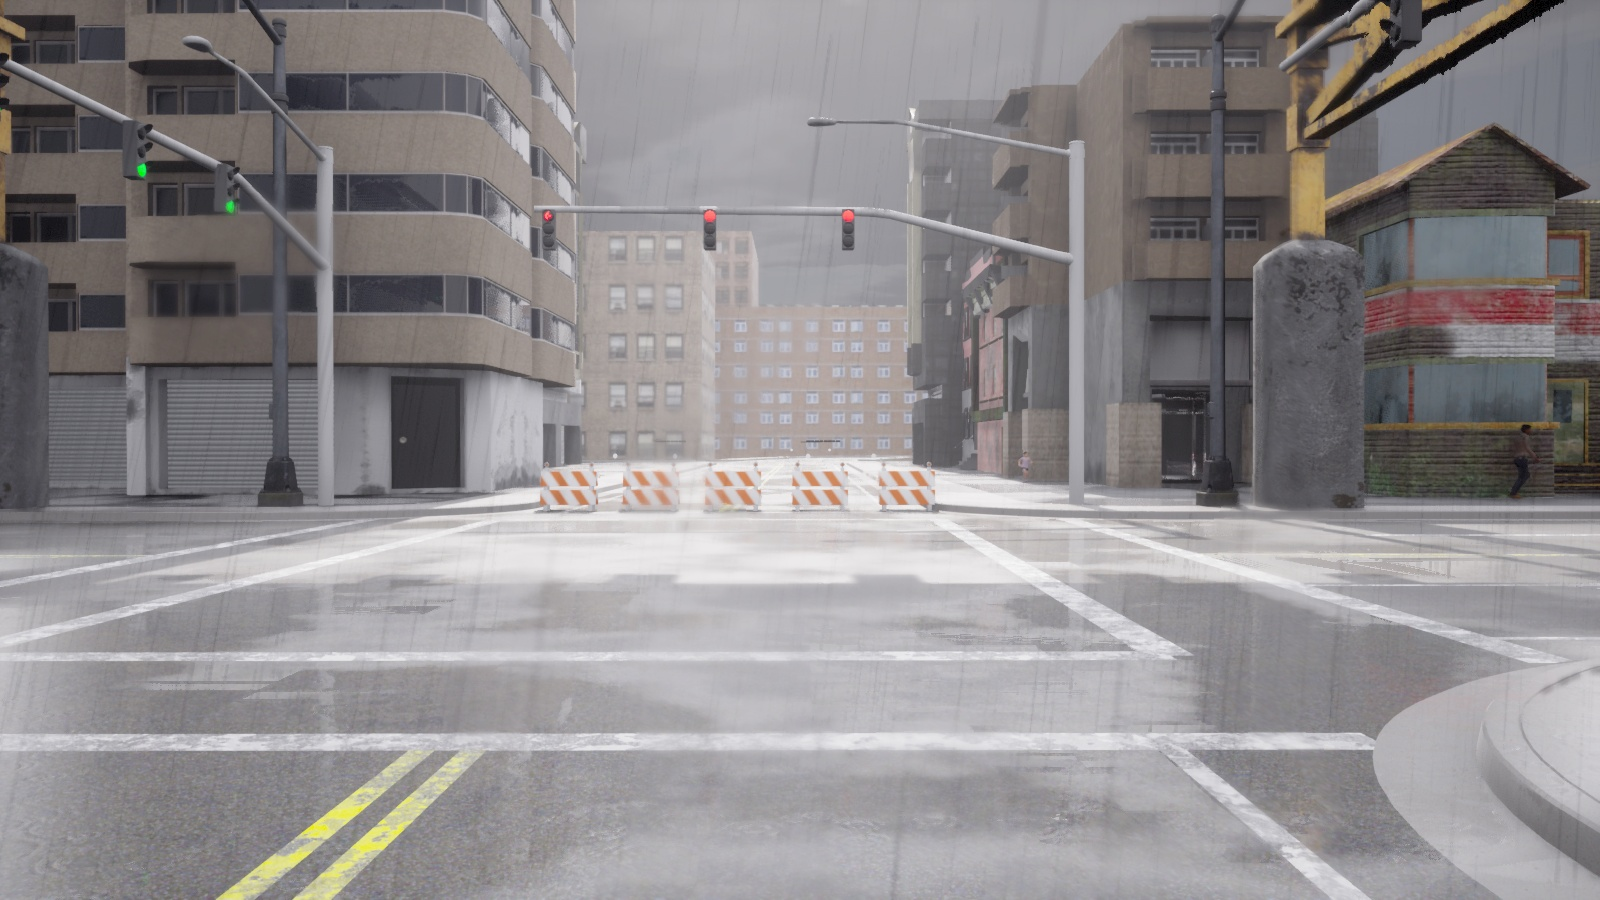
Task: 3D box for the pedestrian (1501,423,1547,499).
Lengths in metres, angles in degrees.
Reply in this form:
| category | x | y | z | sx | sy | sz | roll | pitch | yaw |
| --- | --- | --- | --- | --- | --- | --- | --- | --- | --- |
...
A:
| category | x | y | z | sx | sy | sz | roll | pitch | yaw |
| --- | --- | --- | --- | --- | --- | --- | --- | --- | --- |
| pedestrian | 17.204 | 0.257 | 29.844 | 0.869 | 1.805 | 0.328 | 0 | 0 | 5 |

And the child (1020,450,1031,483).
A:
| category | x | y | z | sx | sy | sz | roll | pitch | yaw |
| --- | --- | --- | --- | --- | --- | --- | --- | --- | --- |
| child | 7.569 | 0.560 | 42.153 | 0.255 | 1.110 | 0.394 | 0 | 0 | -13 |
